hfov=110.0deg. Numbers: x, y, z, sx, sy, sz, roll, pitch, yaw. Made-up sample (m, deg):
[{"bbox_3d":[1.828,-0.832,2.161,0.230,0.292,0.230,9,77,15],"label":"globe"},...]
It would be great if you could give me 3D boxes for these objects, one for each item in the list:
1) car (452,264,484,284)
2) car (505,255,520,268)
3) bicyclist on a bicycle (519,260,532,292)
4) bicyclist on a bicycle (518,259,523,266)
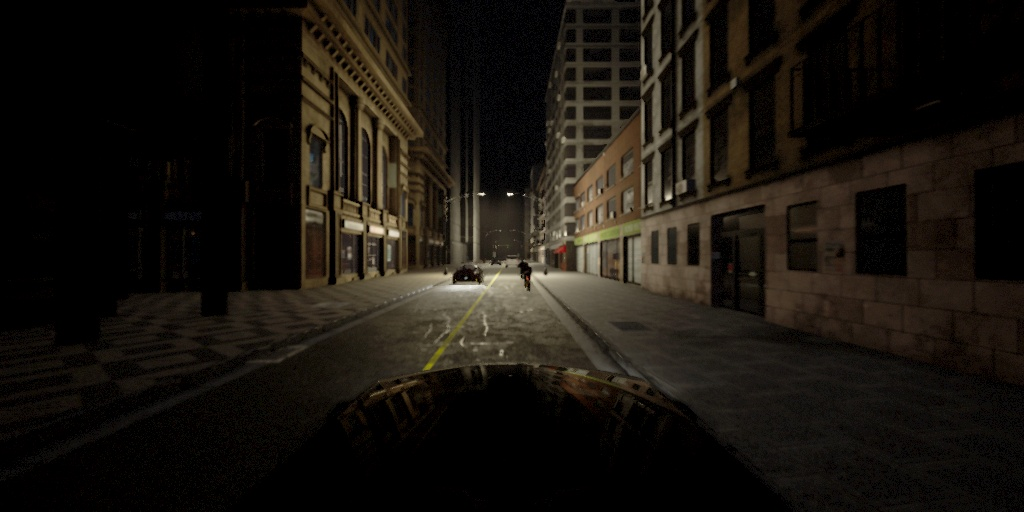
[{"bbox_3d":[-3.095,1.280,26.058,1.994,1.385,4.181,0,0,0],"label":"car"},{"bbox_3d":[0.053,0.882,58.384,2.150,2.045,5.566,0,0,1],"label":"car"},{"bbox_3d":[0.826,1.181,19.036,0.582,1.620,1.656,0,0,0],"label":"bicyclist on a bicycle"},{"bbox_3d":[0.827,1.082,28.647,0.659,1.776,1.843,0,0,0],"label":"bicyclist on a bicycle"}]
